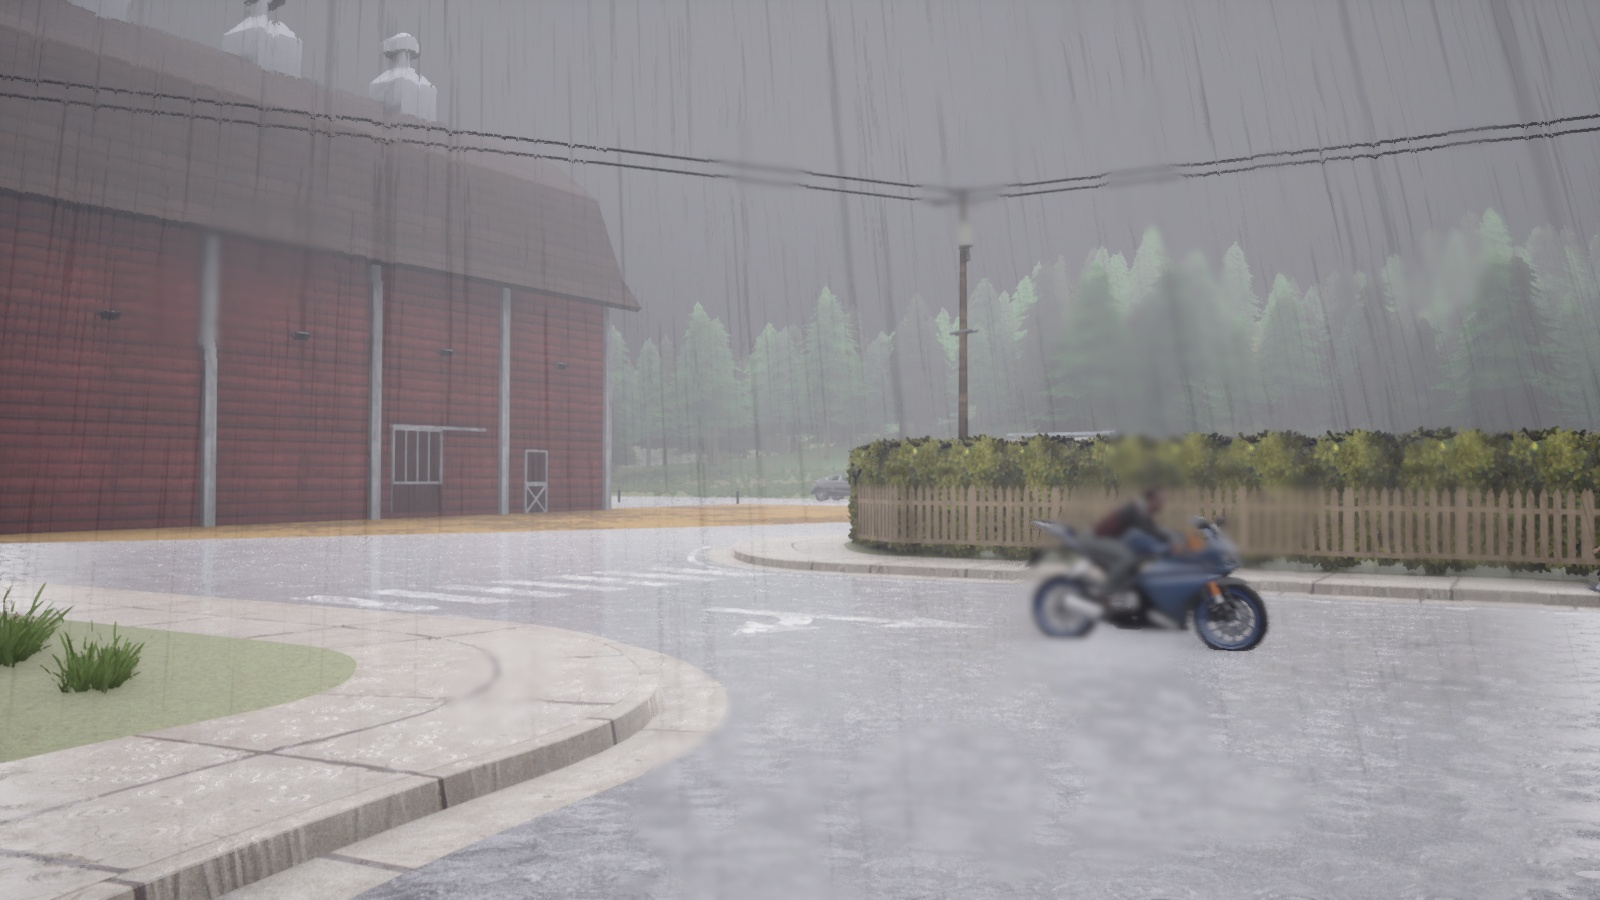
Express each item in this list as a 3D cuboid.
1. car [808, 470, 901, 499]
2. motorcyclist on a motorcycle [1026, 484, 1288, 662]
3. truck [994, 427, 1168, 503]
[{"bbox_3d":[3.172,1.989,73.286,5.027,1.651,2.152,-1,-1,31],"label":"car"},{"bbox_3d":[3.322,1.087,11.762,2.191,1.530,0.866,-1,-1,31],"label":"motorcyclist on a motorcycle"},{"bbox_3d":[14.785,0.835,66.340,8.468,3.827,2.891,-1,-1,31],"label":"truck"}]
